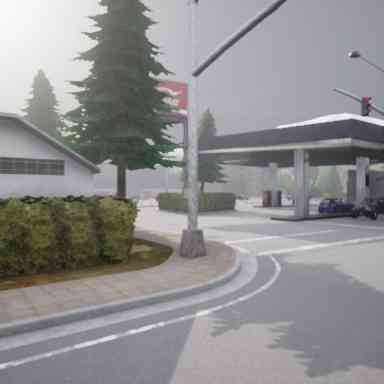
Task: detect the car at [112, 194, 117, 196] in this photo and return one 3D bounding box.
[{"bbox_3d":[-17.622,1.317,75.546,2.007,1.523,4.514,0,0,-36],"label":"car"}]

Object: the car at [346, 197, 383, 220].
[{"bbox_3d":[15.299,1.331,28.337,3.866,1.878,1.905,0,0,-36],"label":"car"}]

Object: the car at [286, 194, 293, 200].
[{"bbox_3d":[26.559,1.376,84.955,2.152,1.636,5.027,0,0,-36],"label":"car"}]

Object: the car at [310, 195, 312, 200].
[{"bbox_3d":[29.062,1.387,86.846,2.007,1.523,4.514,0,0,-36],"label":"car"}]

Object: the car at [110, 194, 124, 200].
[{"bbox_3d":[-18.817,1.254,83.400,1.970,1.475,3.806,0,0,-36],"label":"car"}]

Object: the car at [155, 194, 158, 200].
[{"bbox_3d":[-6.114,1.121,71.550,1.932,1.855,4.605,0,0,-36],"label":"car"}]

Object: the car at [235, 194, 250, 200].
[{"bbox_3d":[12.466,1.358,84.172,1.845,1.501,3.633,0,0,-36],"label":"car"}]

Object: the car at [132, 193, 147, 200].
[{"bbox_3d":[-13.824,1.179,87.443,2.152,1.636,5.027,0,0,-36],"label":"car"}]

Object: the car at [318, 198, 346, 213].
[{"bbox_3d":[15.466,1.501,35.467,4.611,1.667,2.242,0,0,-36],"label":"car"}]
